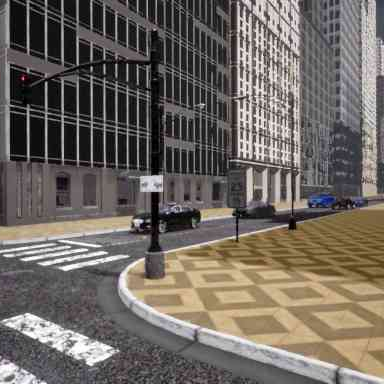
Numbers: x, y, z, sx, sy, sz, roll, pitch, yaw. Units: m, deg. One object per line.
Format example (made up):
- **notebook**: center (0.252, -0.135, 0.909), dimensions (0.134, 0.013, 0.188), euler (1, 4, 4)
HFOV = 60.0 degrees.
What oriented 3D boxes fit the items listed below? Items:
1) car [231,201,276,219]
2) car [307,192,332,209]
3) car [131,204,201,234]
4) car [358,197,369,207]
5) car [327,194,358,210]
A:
- **car**: center (5.374, 1.468, 28.273), dimensions (2.033, 1.411, 5.357), euler (0, 0, 37)
- **car**: center (16.942, 1.083, 43.614), dimensions (2.150, 2.045, 5.566), euler (0, 0, 37)
- **car**: center (-1.386, 1.447, 19.244), dimensions (2.128, 1.511, 4.902), euler (0, 0, 37)
- **car**: center (24.597, 1.369, 48.773), dimensions (2.033, 1.411, 5.357), euler (0, 0, 37)
- **car**: center (18.385, 1.359, 40.405), dimensions (1.837, 1.490, 4.892), euler (0, 0, 37)
